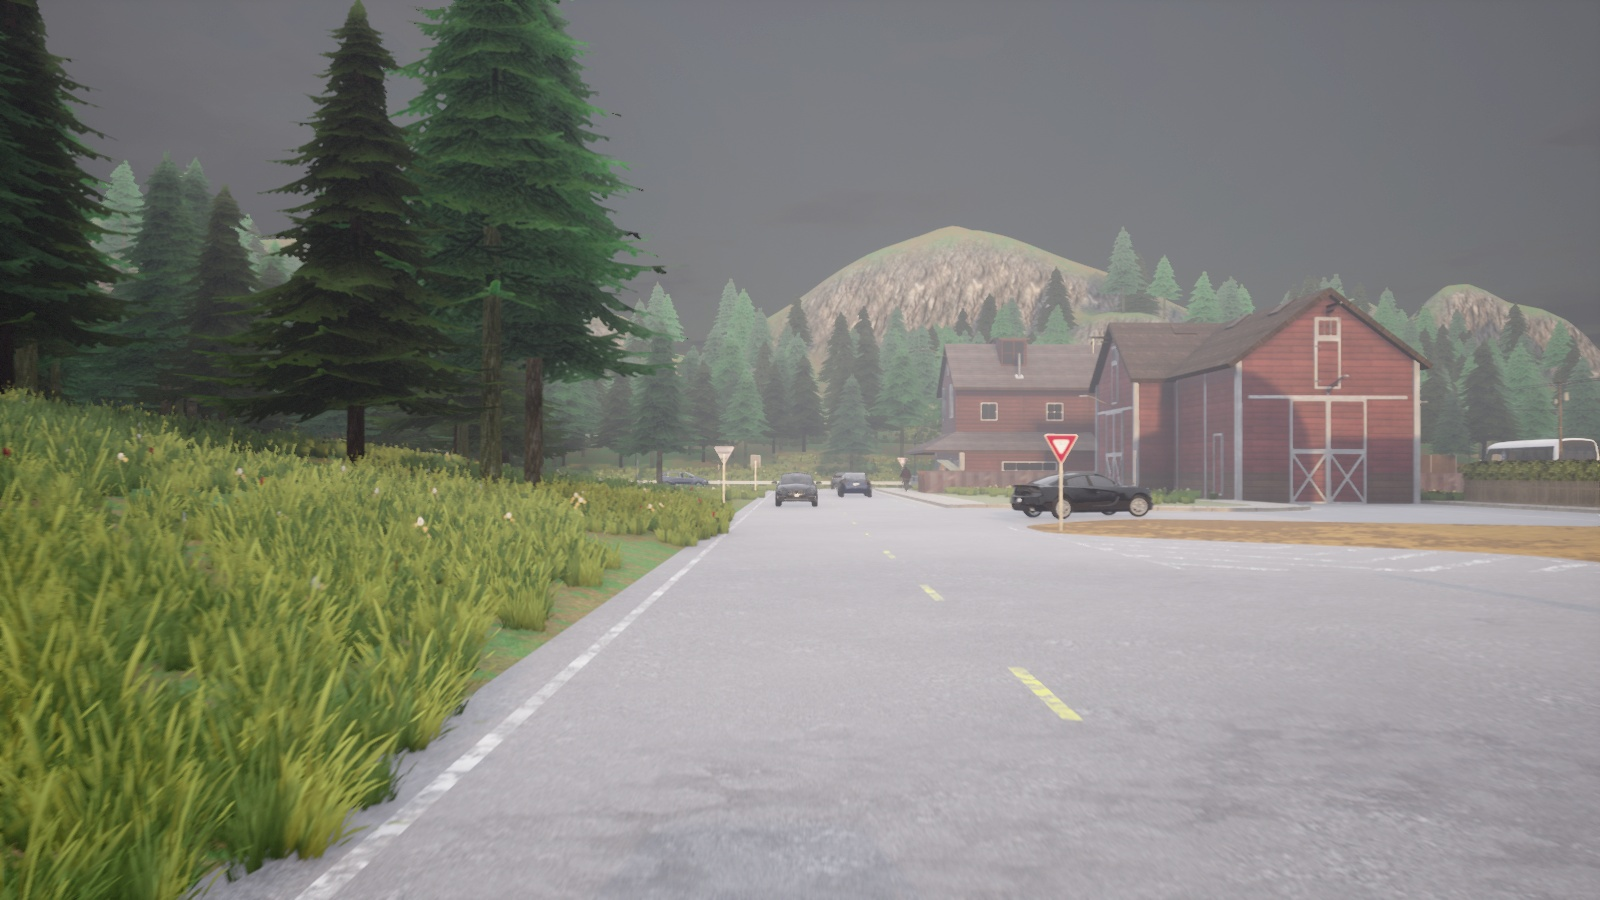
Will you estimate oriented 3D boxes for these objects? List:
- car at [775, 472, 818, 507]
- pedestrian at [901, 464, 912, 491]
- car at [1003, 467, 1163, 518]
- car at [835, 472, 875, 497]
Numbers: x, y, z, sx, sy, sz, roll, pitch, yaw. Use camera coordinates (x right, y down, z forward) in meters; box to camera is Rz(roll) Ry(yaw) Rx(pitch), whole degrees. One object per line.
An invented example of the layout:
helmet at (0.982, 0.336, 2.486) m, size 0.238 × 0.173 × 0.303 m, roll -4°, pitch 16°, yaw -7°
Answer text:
car at (-0.136, 1.761, 56.105) m, size 1.837 × 1.490 × 4.892 m, roll 0°, pitch -1°, yaw 0°
pedestrian at (7.393, 1.901, 87.282) m, size 0.634 × 1.844 × 0.899 m, roll 0°, pitch -1°, yaw 0°
car at (9.450, 1.392, 41.908) m, size 5.008 × 1.535 × 1.882 m, roll -1°, pitch -1°, yaw -23°
car at (3.315, 2.085, 76.667) m, size 2.163 × 1.488 × 4.792 m, roll 0°, pitch -1°, yaw 0°
